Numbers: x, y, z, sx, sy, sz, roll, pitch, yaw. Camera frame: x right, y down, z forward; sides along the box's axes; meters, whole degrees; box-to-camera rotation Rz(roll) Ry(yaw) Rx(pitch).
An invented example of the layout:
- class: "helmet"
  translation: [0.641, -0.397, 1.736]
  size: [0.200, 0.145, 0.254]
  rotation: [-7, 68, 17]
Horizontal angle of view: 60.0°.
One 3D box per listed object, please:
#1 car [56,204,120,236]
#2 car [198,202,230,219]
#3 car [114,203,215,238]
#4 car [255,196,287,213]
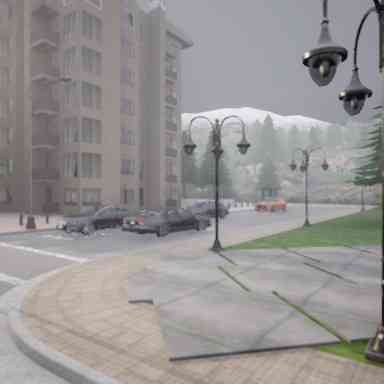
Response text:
- class: "car"
  translation: [-5.007, 1.453, 18.346]
  size: [2.128, 1.511, 4.902]
  rotation: [0, 0, 36]
- class: "car"
  translation: [1.080, 1.509, 26.684]
  size: [2.033, 1.411, 5.357]
  rotation: [0, 0, 35]
- class: "car"
  translation: [-1.211, 1.514, 17.658]
  size: [2.033, 1.411, 5.357]
  rotation: [0, 0, 40]
- class: "car"
  translation: [8.826, 1.313, 37.172]
  size: [2.097, 1.767, 4.553]
  rotation: [0, 0, 39]
